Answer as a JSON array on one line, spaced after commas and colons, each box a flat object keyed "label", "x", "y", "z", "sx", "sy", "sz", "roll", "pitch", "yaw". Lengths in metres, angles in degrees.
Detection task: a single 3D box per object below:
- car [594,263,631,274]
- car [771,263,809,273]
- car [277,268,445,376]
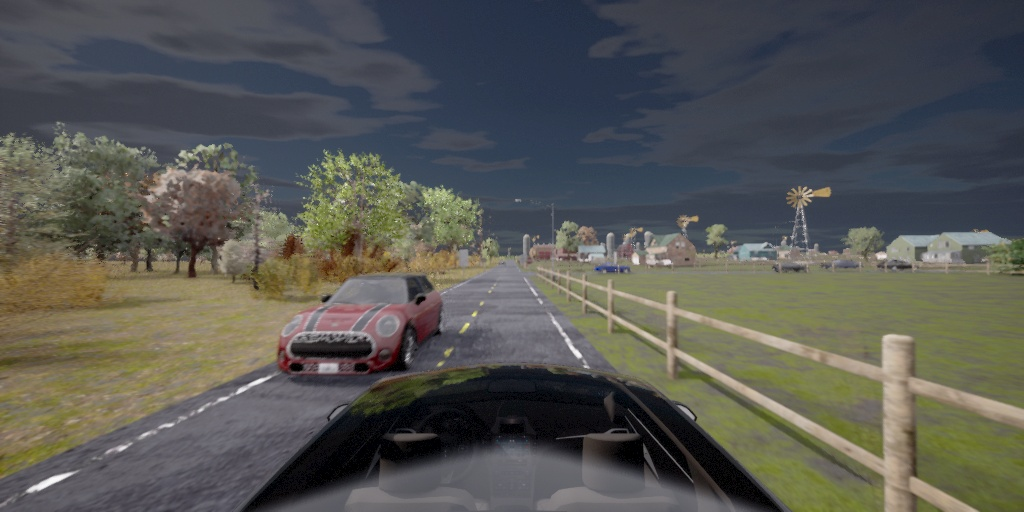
[{"label": "car", "x": 14.068, "y": 1.687, "z": 50.206, "sx": 5.008, "sy": 1.535, "sz": 1.882, "roll": 0, "pitch": -1, "yaw": -1}, {"label": "car", "x": 39.265, "y": 1.644, "z": 50.638, "sx": 4.674, "sy": 1.442, "sz": 1.812, "roll": 0, "pitch": -1, "yaw": -1}, {"label": "car", "x": -2.851, "y": 1.175, "z": 7.822, "sx": 2.097, "sy": 1.767, "sz": 4.553, "roll": 0, "pitch": -1, "yaw": 0}]
